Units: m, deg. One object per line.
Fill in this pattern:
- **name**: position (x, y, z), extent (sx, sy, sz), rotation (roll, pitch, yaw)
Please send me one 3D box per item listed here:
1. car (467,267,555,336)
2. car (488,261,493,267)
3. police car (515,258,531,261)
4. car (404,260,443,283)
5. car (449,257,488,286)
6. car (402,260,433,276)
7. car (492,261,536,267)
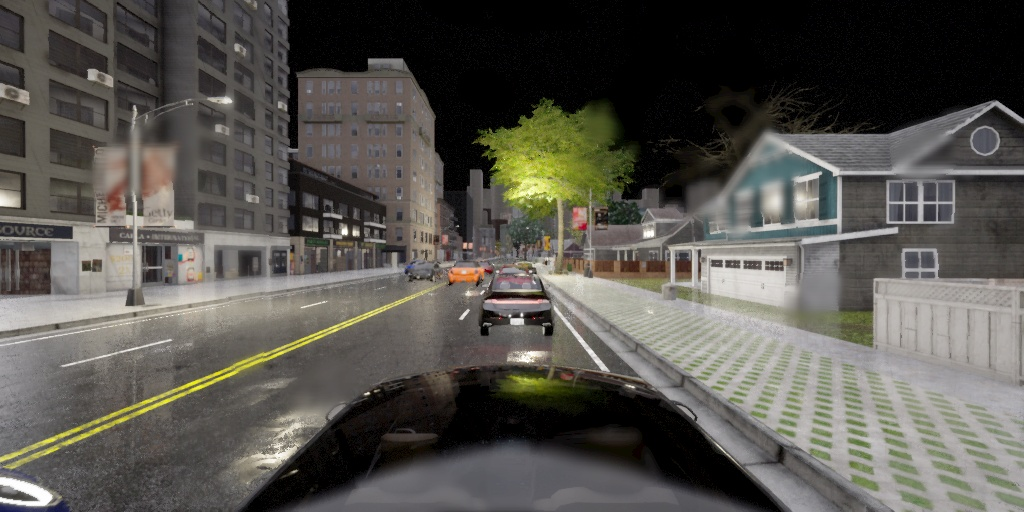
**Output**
- **car**: position (0.112, 1.239, 10.375), extent (2.128, 1.511, 4.902), rotation (0, 0, 0)
- **car**: position (-3.118, 1.279, 40.873), extent (1.994, 1.385, 4.181), rotation (0, 0, 1)
- **police car**: position (1.005, 1.155, 29.608), extent (1.930, 1.638, 5.238), rotation (0, 0, 0)
- **car**: position (-6.572, 1.237, 27.573), extent (1.837, 1.490, 4.892), rotation (0, 0, 0)
- **car**: position (-3.125, 1.087, 25.503), extent (2.097, 1.767, 4.553), rotation (0, 0, 0)
- **car**: position (-9.811, 1.197, 37.677), extent (1.882, 1.535, 5.008), rotation (0, 0, 0)
- **car**: position (0.120, 1.219, 19.879), extent (1.882, 1.535, 5.008), rotation (0, 0, 0)
